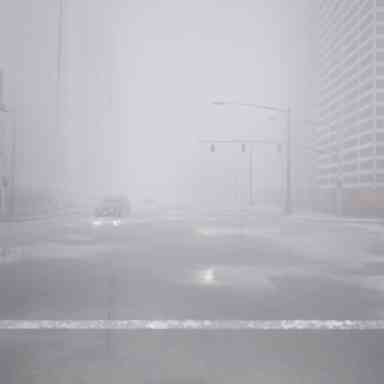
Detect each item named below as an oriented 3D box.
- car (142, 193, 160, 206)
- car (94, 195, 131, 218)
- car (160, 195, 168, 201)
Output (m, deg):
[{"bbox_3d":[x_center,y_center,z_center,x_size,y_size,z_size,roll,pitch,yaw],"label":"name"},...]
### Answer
[{"bbox_3d":[-7.041,1.364,55.678,2.097,1.767,4.553,0,0,0],"label":"car"},{"bbox_3d":[-7.059,1.337,30.273,2.150,2.045,5.566,0,2,3],"label":"car"},{"bbox_3d":[-7.059,1.511,82.603,1.994,1.385,4.181,0,0,0],"label":"car"}]
